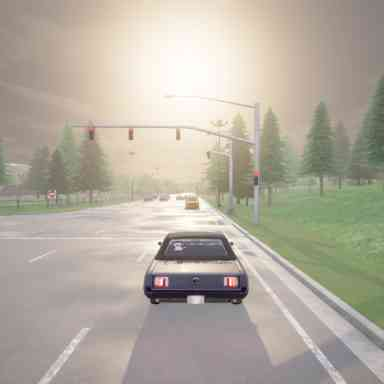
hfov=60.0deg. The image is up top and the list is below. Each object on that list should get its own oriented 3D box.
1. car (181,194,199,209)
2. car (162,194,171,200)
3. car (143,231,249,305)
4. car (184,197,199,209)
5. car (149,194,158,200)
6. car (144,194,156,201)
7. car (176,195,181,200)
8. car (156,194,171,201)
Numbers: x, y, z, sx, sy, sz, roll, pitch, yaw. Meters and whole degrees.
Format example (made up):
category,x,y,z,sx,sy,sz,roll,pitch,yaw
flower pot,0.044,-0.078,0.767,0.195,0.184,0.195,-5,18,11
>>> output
category,x,y,z,sx,sy,sz,roll,pitch,yaw
car,-0.082,1.092,46.206,1.882,1.535,5.008,-3,16,-4
car,-6.879,1.372,90.774,2.033,1.411,5.357,0,0,0
car,0.090,1.601,8.057,1.895,1.301,4.718,0,0,0
car,-0.018,1.576,49.725,2.033,1.411,5.357,-1,1,1
car,-10.379,1.332,90.779,1.837,1.490,4.892,0,0,0
car,-10.393,1.531,80.359,2.033,1.411,5.357,0,0,0
car,-3.378,1.553,91.183,1.994,1.385,4.181,0,0,0
car,-6.893,1.531,80.354,2.033,1.411,5.357,0,0,0
